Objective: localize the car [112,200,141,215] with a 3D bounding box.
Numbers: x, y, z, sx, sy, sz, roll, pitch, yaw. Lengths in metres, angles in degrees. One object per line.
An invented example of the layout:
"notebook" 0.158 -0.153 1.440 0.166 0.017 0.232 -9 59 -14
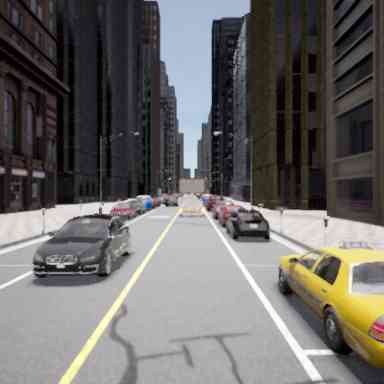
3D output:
"car" -5.759 1.580 28.193 1.802 1.307 4.206 0 0 0

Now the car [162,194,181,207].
"car" -3.071 1.477 50.606 1.882 1.535 5.008 0 0 0

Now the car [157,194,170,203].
"car" -5.754 1.318 67.522 2.192 1.841 5.009 0 0 0

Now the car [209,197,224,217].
"car" 2.766 1.439 28.207 1.967 1.590 4.097 0 0 0

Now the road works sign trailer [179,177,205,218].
"road works sign trailer" 0.004 0.463 30.268 2.380 3.560 2.880 0 0 0

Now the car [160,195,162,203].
"car" -5.756 1.565 50.667 1.947 1.339 4.313 0 0 0

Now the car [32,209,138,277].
"car" -3.099 1.503 10.283 1.837 1.490 4.892 0 0 0

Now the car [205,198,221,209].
"car" 2.768 1.565 45.064 1.947 1.339 4.313 0 0 0

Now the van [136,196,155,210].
"van" -5.758 1.340 39.430 1.690 1.788 3.998 0 0 0

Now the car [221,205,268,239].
"car" 2.765 1.564 16.970 1.947 1.339 4.313 0 0 0

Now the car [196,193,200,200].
"car" 2.773 1.327 90.014 2.192 1.841 5.009 0 0 0

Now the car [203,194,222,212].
"car" 2.767 1.314 39.445 2.192 1.841 5.009 0 0 0

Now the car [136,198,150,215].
"car" -5.758 1.564 33.812 1.947 1.339 4.313 0 0 0

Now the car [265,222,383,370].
"car" 2.763 1.524 5.902 1.752 1.417 4.829 0 0 0

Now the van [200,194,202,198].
"van" 2.769 1.342 56.302 1.690 1.788 3.998 0 0 0

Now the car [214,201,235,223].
"car" 2.765 1.543 22.589 1.887 1.381 4.507 0 0 0

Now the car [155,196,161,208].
"car" -5.757 1.544 45.048 1.887 1.381 4.507 0 0 0

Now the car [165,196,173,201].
"car" -5.752 1.592 84.377 1.802 1.307 4.206 0 0 0

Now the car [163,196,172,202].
"car" -5.753 1.552 78.759 1.887 1.381 4.507 0 0 0
